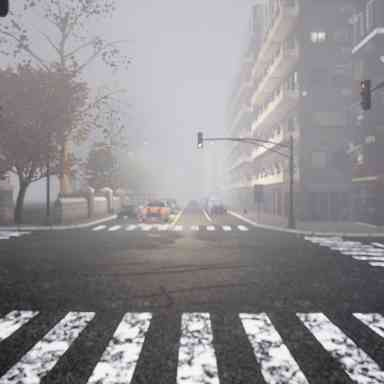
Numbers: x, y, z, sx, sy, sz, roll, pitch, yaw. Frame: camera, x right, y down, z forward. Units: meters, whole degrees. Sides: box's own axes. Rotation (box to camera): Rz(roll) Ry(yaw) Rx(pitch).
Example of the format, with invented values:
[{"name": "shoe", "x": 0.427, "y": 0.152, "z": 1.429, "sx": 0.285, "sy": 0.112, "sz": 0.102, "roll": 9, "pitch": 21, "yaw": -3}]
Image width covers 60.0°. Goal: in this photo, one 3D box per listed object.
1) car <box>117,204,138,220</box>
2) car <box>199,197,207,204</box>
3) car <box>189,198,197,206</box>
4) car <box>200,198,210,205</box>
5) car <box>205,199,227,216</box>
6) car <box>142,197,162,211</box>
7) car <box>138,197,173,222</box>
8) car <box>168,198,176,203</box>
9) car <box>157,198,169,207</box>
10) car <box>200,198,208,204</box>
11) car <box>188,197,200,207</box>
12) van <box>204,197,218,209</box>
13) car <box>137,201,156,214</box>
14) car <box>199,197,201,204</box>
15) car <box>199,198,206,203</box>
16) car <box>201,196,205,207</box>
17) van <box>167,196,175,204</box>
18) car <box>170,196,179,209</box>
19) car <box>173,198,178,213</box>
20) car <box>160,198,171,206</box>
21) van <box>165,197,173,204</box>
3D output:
[{"name": "car", "x": -5.622, "y": 1.795, "z": 30.377, "sx": 1.947, "sy": 1.339, "sz": 4.313, "roll": 0, "pitch": 0, "yaw": 0}, {"name": "car", "x": 2.880, "y": 2.157, "z": 86.659, "sx": 1.967, "sy": 1.590, "sz": 4.097, "roll": 0, "pitch": -1, "yaw": 0}, {"name": "car", "x": 0.221, "y": 2.094, "z": 70.679, "sx": 1.812, "sy": 1.442, "sz": 4.674, "roll": 0, "pitch": -1, "yaw": 0}, {"name": "car", "x": 2.855, "y": 2.163, "z": 75.399, "sx": 2.008, "sy": 1.369, "sz": 4.403, "roll": 0, "pitch": -1, "yaw": 0}, {"name": "car", "x": 2.771, "y": 1.819, "z": 35.989, "sx": 1.887, "sy": 1.381, "sz": 4.507, "roll": 0, "pitch": 0, "yaw": 0}, {"name": "car", "x": -5.585, "y": 1.681, "z": 47.269, "sx": 2.192, "sy": 1.841, "sz": 5.009, "roll": 0, "pitch": 0, "yaw": 0}, {"name": "car", "x": -3.038, "y": 1.567, "z": 28.628, "sx": 2.097, "sy": 1.767, "sz": 4.553, "roll": 0, "pitch": 0, "yaw": 0}, {"name": "car", "x": -5.488, "y": 2.321, "z": 92.306, "sx": 2.008, "sy": 1.369, "sz": 4.403, "roll": 0, "pitch": -1, "yaw": 0}, {"name": "car", "x": -5.549, "y": 1.951, "z": 64.159, "sx": 1.967, "sy": 1.590, "sz": 4.097, "roll": 0, "pitch": -1, "yaw": 0}, {"name": "car", "x": 2.867, "y": 2.209, "z": 81.029, "sx": 1.887, "sy": 1.381, "sz": 4.507, "roll": 0, "pitch": -1, "yaw": 0}, {"name": "car", "x": 0.235, "y": 2.045, "z": 60.695, "sx": 1.994, "sy": 1.385, "sz": 4.181, "roll": 0, "pitch": -1, "yaw": 0}, {"name": "van", "x": 2.784, "y": 1.661, "z": 41.621, "sx": 1.690, "sy": 1.788, "sz": 3.998, "roll": 0, "pitch": 0, "yaw": 0}, {"name": "car", "x": -5.598, "y": 1.843, "z": 41.468, "sx": 1.752, "sy": 1.417, "sz": 4.829, "roll": 0, "pitch": 0, "yaw": 0}, {"name": "car", "x": 2.819, "y": 2.014, "z": 58.509, "sx": 2.008, "sy": 1.369, "sz": 4.403, "roll": 0, "pitch": -1, "yaw": 0}, {"name": "car", "x": 2.892, "y": 2.353, "z": 92.288, "sx": 1.802, "sy": 1.307, "sz": 4.206, "roll": 0, "pitch": -1, "yaw": 0}, {"name": "car", "x": 2.807, "y": 1.854, "z": 52.880, "sx": 1.967, "sy": 1.590, "sz": 4.097, "roll": 0, "pitch": 0, "yaw": 0}, {"name": "van", "x": -5.500, "y": 2.057, "z": 86.678, "sx": 1.690, "sy": 1.788, "sz": 3.998, "roll": 0, "pitch": -1, "yaw": 0}, {"name": "car", "x": -2.985, "y": 1.731, "z": 48.704, "sx": 2.097, "sy": 1.767, "sz": 4.553, "roll": 0, "pitch": -1, "yaw": 1}, {"name": "car", "x": -3.015, "y": 1.800, "z": 38.698, "sx": 1.837, "sy": 1.490, "sz": 4.892, "roll": 0, "pitch": 0, "yaw": 0}, {"name": "car", "x": -5.536, "y": 2.001, "z": 69.788, "sx": 1.967, "sy": 1.590, "sz": 4.097, "roll": 0, "pitch": -1, "yaw": 0}, {"name": "van", "x": -5.513, "y": 2.004, "z": 81.049, "sx": 1.690, "sy": 1.788, "sz": 3.998, "roll": 0, "pitch": -1, "yaw": 0}]
